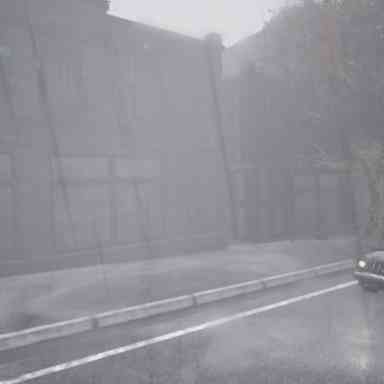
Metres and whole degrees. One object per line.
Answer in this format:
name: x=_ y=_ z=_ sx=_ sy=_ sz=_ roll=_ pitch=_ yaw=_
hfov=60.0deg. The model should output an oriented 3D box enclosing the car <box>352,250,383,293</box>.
car: x=5.738 y=1.582 z=7.613 sx=4.718 sy=1.301 sz=1.895 roll=0 pitch=0 yaw=-35
